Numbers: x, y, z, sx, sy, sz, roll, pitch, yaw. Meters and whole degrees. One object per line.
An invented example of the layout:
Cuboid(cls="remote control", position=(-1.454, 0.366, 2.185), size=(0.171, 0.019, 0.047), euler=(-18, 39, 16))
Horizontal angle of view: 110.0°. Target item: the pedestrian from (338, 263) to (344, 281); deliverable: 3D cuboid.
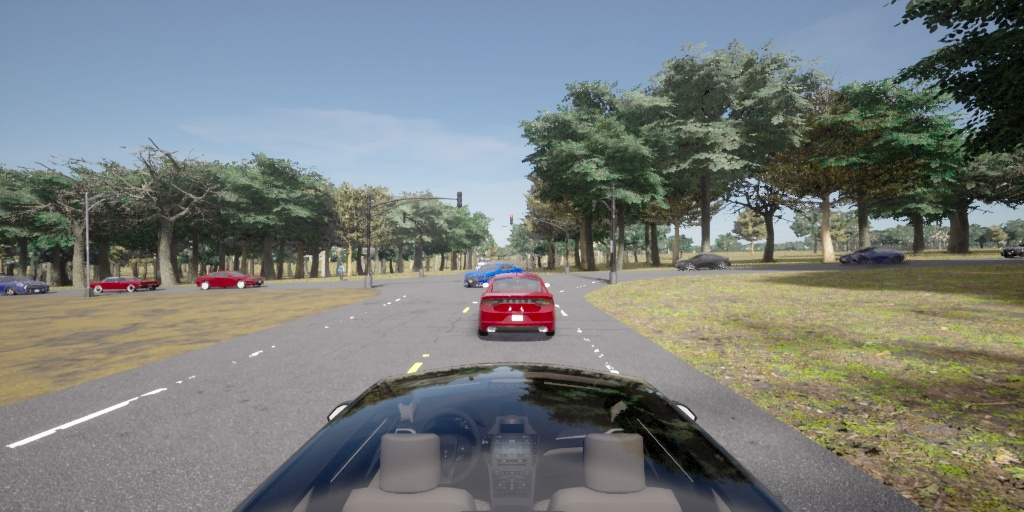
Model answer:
Cuboid(cls="pedestrian", position=(-17.905, 1.665, 37.570), size=(0.375, 1.860, 0.375), euler=(0, 1, 3))

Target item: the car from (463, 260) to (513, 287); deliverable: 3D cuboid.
Cuboid(cls="car", position=(-1.179, 1.214, 23.749), size=(1.882, 1.535, 5.008), euler=(-2, 0, 32))

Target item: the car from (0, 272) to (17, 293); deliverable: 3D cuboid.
Cuboid(cls="car", position=(-52.812, 2.699, 35.247), size=(5.566, 2.045, 2.150), euler=(-2, -1, 3))

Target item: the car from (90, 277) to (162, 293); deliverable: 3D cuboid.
Cuboid(cls="car", position=(-33.040, 2.415, 30.647), size=(4.718, 1.301, 1.895), euler=(-2, -1, 3))

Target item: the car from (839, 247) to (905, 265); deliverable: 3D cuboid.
Cuboid(cls="car", position=(31.632, -0.018, 31.549), size=(4.674, 1.442, 1.812), euler=(-2, -1, 3))

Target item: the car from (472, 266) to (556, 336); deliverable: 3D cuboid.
Cuboid(cls="car", position=(0.129, 1.229, 10.446), size=(1.882, 1.535, 5.008), euler=(0, 0, 0))

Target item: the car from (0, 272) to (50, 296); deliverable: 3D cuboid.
Cuboid(cls="car", position=(-43.321, 2.500, 31.141), size=(4.553, 1.767, 2.097), euler=(-2, -1, 3))

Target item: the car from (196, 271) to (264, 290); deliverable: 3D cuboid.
Cuboid(cls="car", position=(-23.682, 1.973, 30.224), size=(5.008, 1.535, 1.882), euler=(-2, -1, 2))

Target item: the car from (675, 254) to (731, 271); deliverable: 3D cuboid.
Cuboid(cls="car", position=(17.029, 0.556, 32.088), size=(4.674, 1.442, 1.812), euler=(-2, -1, 0))

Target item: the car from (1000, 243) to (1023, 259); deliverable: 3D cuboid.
Cuboid(cls="car", position=(45.503, -0.562, 30.940), size=(4.892, 1.490, 1.837), euler=(-2, -1, 3))
